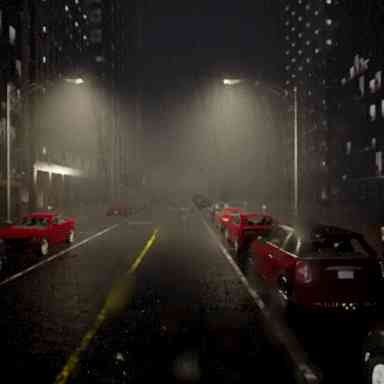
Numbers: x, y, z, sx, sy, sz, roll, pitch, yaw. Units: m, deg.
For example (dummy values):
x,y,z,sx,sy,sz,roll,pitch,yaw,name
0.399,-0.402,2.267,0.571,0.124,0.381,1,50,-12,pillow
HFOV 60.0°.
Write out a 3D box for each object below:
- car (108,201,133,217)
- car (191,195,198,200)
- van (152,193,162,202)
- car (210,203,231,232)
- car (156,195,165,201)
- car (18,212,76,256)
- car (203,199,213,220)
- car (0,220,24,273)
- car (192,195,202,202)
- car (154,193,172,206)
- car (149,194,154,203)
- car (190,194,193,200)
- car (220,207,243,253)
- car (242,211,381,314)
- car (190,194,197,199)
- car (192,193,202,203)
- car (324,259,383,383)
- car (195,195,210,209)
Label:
x,y,z,sx,sy,sz,roll,pitch,yaw,name
-6.401,1.487,30.088,1.887,1.381,4.507,0,0,-1,car
0.579,1.364,87.144,1.802,1.307,4.206,0,0,-1,car
-7.379,1.190,69.899,1.690,1.788,3.998,0,0,-1,van
2.257,1.521,18.897,1.802,1.307,4.206,0,0,-1,car
-7.660,1.376,81.275,2.008,1.369,4.403,0,0,-1,car
-5.981,1.531,13.026,1.887,1.381,4.507,0,0,-1,car
2.118,1.475,24.584,2.008,1.369,4.403,0,0,-1,car
-5.842,1.552,7.339,2.008,1.369,4.403,0,0,-1,car
0.999,1.362,70.082,1.887,1.381,4.507,0,0,-1,car
-4.253,1.231,51.906,2.097,1.767,4.553,0,0,-1,car
-7.240,1.412,64.212,2.008,1.369,4.403,0,0,-1,car
1.139,1.144,64.394,2.192,1.841,5.009,0,0,-1,car
2.397,1.499,13.210,1.887,1.381,4.507,0,0,-1,car
2.537,1.409,7.522,1.967,1.590,4.097,0,0,-1,car
0.440,1.316,92.830,1.887,1.381,4.507,0,0,-1,car
1.414,1.381,53.190,1.752,1.417,4.829,0,0,-1,car
2.677,1.535,1.835,2.008,1.369,4.403,0,0,-1,car
1.698,1.449,41.645,1.947,1.339,4.313,0,0,-1,car
